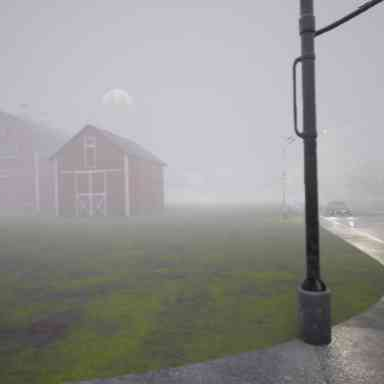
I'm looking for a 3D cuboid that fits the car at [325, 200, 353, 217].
[{"bbox_3d":[14.325,1.569,32.690,1.837,1.490,4.892,-1,0,13],"label":"car"}]
